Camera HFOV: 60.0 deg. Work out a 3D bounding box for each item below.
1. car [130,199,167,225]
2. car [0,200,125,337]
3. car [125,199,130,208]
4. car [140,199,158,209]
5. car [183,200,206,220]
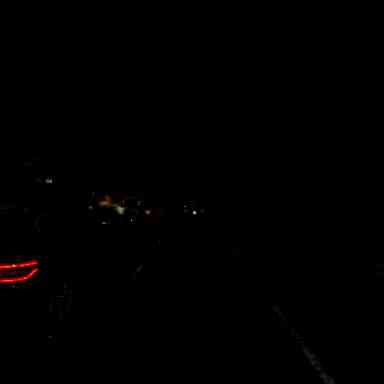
[{"bbox_3d":[-3.046,1.464,25.097,2.097,1.767,4.553,0,0,0],"label":"car"},{"bbox_3d":[-3.123,1.253,6.925,2.150,2.045,5.566,0,0,0],"label":"car"},{"bbox_3d":[-9.626,1.745,50.785,1.812,1.442,4.674,0,0,0],"label":"car"},{"bbox_3d":[-6.388,1.762,49.679,2.033,1.411,5.357,0,0,0],"label":"car"},{"bbox_3d":[0.220,1.694,29.329,1.994,1.385,4.181,0,0,0],"label":"car"}]
